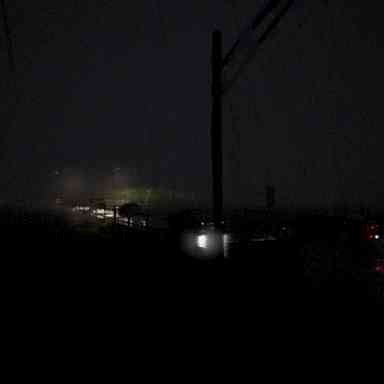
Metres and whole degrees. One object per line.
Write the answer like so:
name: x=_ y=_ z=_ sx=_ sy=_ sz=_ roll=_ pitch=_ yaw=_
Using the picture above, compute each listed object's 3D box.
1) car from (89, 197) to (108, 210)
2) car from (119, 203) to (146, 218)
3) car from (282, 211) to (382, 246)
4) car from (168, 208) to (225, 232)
car: x=-14.998 y=1.881 z=52.927 sx=2.150 sy=2.045 sz=5.566 roll=1 pitch=-1 yaw=-26
car: x=-6.463 y=1.921 z=35.564 sx=1.812 sy=1.442 sz=4.674 roll=1 pitch=-1 yaw=-27
car: x=6.806 y=1.754 z=16.753 sx=1.837 sy=1.490 sz=4.892 roll=-6 pitch=3 yaw=-35
car: x=0.095 y=1.807 z=22.342 sx=2.033 sy=1.411 sz=5.357 roll=1 pitch=-1 yaw=-26
